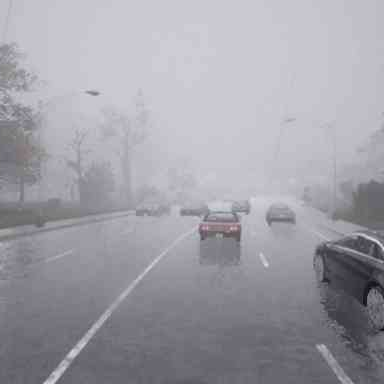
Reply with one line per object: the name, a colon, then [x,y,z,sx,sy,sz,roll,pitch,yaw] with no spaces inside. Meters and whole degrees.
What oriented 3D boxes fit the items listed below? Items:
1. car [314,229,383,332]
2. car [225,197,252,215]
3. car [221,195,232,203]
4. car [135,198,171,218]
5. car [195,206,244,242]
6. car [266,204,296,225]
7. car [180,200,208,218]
car: [3.980,1.505,6.740,2.128,1.511,4.902,0,0,3]
car: [5.120,1.559,34.547,2.033,1.411,5.357,0,0,14]
car: [7.385,1.343,69.324,2.097,1.767,4.553,0,0,16]
car: [-3.375,1.324,29.676,2.097,1.767,4.553,0,0,12]
car: [1.517,1.602,16.635,1.895,1.301,4.718,0,0,8]
car: [6.535,1.586,24.749,1.994,1.385,4.181,0,0,11]
car: [0.261,1.467,29.957,1.882,1.535,5.008,0,0,13]
